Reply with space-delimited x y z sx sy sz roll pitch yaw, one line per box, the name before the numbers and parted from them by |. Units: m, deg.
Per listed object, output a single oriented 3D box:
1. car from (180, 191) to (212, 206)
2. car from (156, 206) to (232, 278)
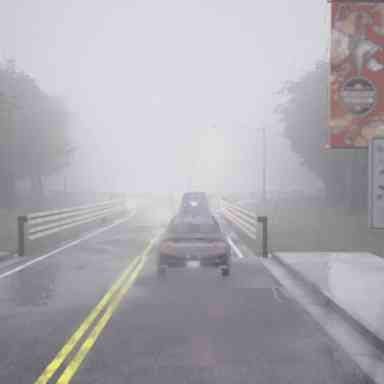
car | 0.331 0.948 26.224 2.150 2.045 5.566 0 1 4
car | 0.056 1.385 9.838 2.128 1.511 4.902 0 0 1
